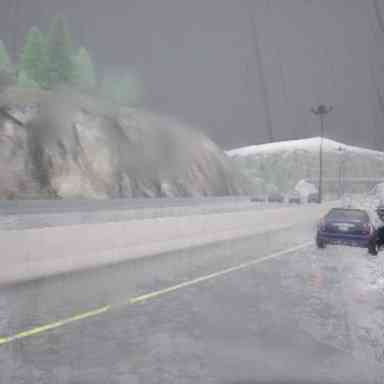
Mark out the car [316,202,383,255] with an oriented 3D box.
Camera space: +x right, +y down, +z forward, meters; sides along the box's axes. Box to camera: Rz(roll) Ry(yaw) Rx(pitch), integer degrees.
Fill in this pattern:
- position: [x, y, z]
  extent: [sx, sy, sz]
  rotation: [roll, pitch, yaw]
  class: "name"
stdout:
- position: [6.828, 1.365, 13.838]
  extent: [2.097, 1.767, 4.553]
  rotation: [1, 0, 37]
  class: "car"
